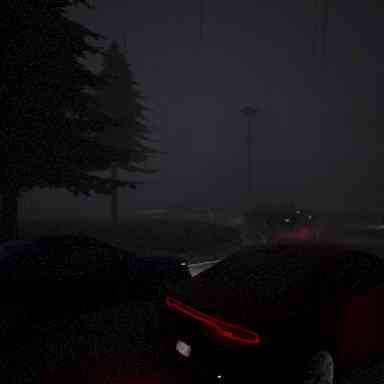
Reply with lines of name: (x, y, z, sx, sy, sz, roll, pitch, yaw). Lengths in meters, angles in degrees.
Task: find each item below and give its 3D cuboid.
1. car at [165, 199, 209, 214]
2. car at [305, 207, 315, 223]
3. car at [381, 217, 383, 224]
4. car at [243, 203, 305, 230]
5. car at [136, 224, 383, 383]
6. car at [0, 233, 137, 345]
car: (-0.575, 1.510, 35.958, 4.892, 1.490, 1.837, 0, -1, 18)
car: (7.218, 1.545, 25.188, 1.812, 1.442, 4.674, 1, 0, -24)
car: (12.566, 1.575, 18.016, 2.033, 1.411, 5.357, 0, 0, -1)
car: (4.927, 1.491, 21.514, 1.882, 1.535, 5.008, 1, 0, -12)
car: (1.889, 1.482, 4.992, 5.008, 1.535, 1.882, 0, 0, -37)
car: (-2.196, 1.522, 6.337, 4.674, 1.442, 1.812, 0, 0, -36)
